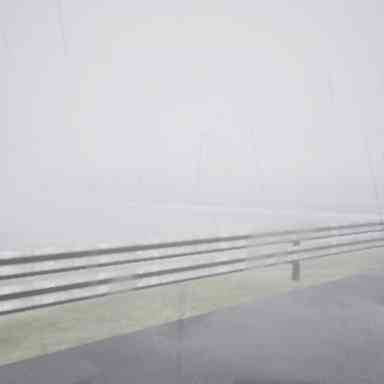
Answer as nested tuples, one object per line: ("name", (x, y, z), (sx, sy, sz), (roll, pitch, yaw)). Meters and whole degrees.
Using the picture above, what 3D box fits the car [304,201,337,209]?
("car", (16.716, 1.863, 43.436), (4.181, 1.385, 1.994), (2, -2, 20))
